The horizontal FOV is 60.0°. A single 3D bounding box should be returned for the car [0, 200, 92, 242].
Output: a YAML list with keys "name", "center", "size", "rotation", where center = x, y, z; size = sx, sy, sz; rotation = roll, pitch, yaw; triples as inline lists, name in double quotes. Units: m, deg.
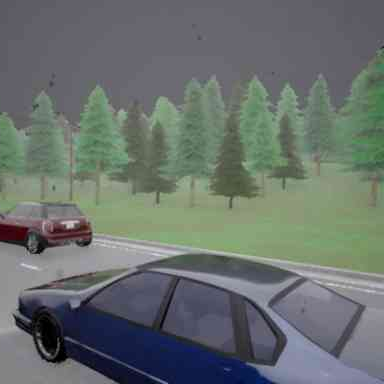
- name: "car"
  center: [-5.835, 1.119, 12.465]
  size: [4.553, 1.767, 2.097]
  rotation: [2, 1, 36]

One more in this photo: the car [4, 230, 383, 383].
- name: "car"
  center: [0.031, 1.504, 3.975]
  size: [5.357, 1.411, 2.033]
  rotation: [1, 1, 35]
